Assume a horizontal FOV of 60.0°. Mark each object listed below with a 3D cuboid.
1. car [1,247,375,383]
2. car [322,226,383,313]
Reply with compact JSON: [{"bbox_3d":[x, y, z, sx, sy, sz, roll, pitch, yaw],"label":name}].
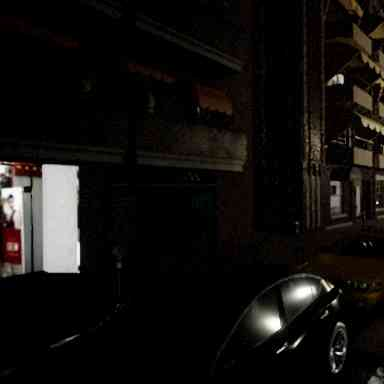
[{"bbox_3d":[0.251,1.561,3.643,1.947,1.339,4.313,0,0,44],"label":"car"},{"bbox_3d":[4.055,1.489,7.586,1.752,1.417,4.829,0,0,44],"label":"car"}]
